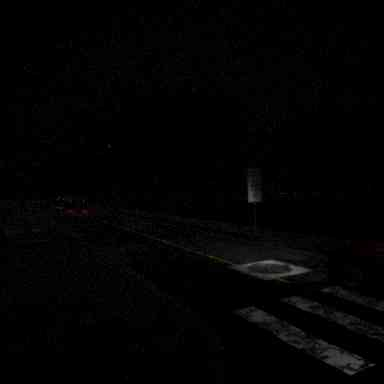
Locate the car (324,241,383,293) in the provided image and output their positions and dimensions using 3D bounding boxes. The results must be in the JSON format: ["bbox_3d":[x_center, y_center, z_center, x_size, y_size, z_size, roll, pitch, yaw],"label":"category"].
[{"bbox_3d":[4.930,1.495,6.209,1.895,1.301,4.718,-2,1,-29],"label":"car"}]

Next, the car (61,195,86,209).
[{"bbox_3d":[-15.110,1.224,42.827,2.097,1.767,4.553,-2,1,-28],"label":"car"}]

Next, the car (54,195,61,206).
[{"bbox_3d":[-20.335,1.247,52.385,2.097,1.767,4.553,-2,1,-29],"label":"car"}]
